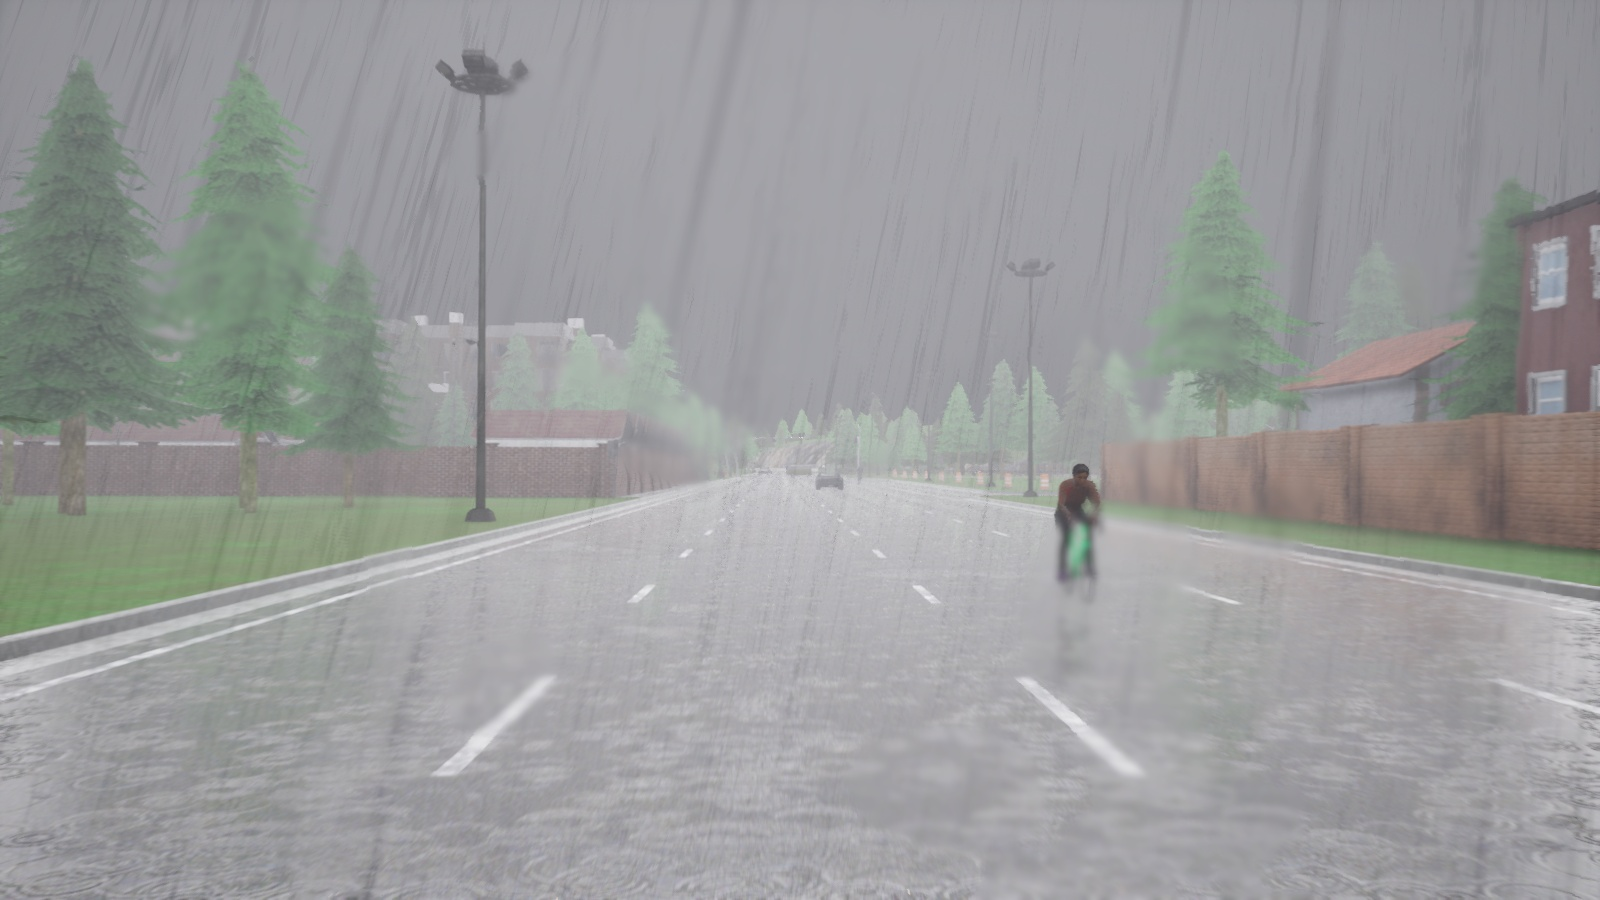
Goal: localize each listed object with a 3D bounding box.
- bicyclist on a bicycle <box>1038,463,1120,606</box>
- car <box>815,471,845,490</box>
[{"bbox_3d":[3.329,0.964,15.083,0.582,1.620,1.656,0,0,-1],"label":"bicyclist on a bicycle"},{"bbox_3d":[2.108,2.163,88.842,1.895,1.301,4.718,0,-1,-1],"label":"car"}]
